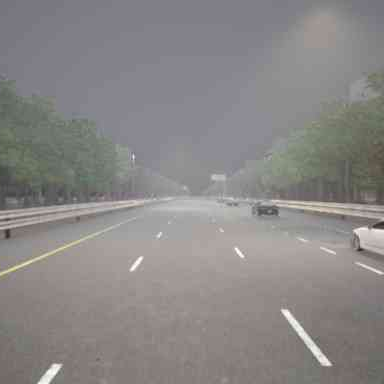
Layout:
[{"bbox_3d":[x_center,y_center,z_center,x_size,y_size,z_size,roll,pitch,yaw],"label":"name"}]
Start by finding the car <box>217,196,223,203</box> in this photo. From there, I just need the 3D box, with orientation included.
[{"bbox_3d":[7.439,2.216,85.690,1.812,1.442,4.674,0,-1,1],"label":"car"}]

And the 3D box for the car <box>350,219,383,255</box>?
[{"bbox_3d":[7.012,1.540,10.956,1.812,1.442,4.674,0,0,0],"label":"car"}]

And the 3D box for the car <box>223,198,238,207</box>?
[{"bbox_3d":[7.227,2.019,60.718,1.895,1.301,4.718,0,-1,0],"label":"car"}]

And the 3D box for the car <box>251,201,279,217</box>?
[{"bbox_3d":[7.072,1.630,32.571,1.882,1.535,5.008,0,-1,0],"label":"car"}]
